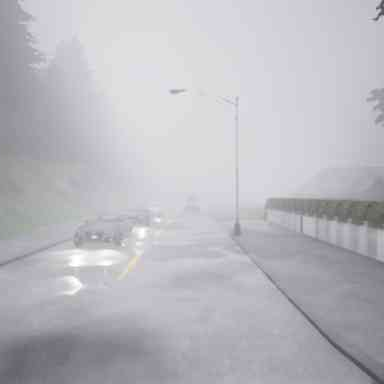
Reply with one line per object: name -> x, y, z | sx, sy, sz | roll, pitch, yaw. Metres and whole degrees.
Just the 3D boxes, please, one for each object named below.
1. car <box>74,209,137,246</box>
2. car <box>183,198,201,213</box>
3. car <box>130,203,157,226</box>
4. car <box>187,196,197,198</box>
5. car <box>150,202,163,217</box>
car -> -4.091, 1.703, 15.894 | 1.994, 1.385, 4.181 | 0, 0, 0
car -> -0.006, 1.889, 41.742 | 1.812, 1.442, 4.674 | 0, 0, 0
car -> -4.091, 1.785, 25.335 | 1.994, 1.385, 4.181 | 0, 0, 0
car -> -0.008, 1.673, 51.977 | 2.150, 2.045, 5.566 | 0, 0, 0
car -> -4.072, 1.832, 35.151 | 1.812, 1.442, 4.674 | 0, 0, 0
